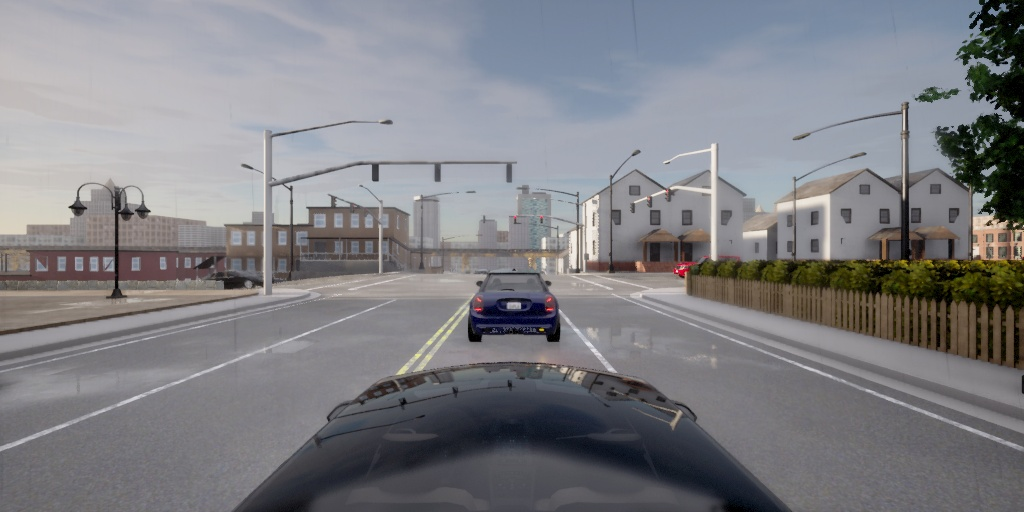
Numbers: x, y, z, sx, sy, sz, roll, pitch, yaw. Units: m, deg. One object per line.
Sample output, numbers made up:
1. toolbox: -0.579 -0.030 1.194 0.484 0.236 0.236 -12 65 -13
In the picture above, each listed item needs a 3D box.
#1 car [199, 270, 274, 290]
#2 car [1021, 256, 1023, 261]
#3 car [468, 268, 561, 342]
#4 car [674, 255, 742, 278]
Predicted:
1. car: -20.509 1.789 26.749 4.892 1.490 1.837 -5 0 -1
2. car: 42.784 0.971 27.774 5.566 2.045 2.150 0 0 -1
3. car: 0.055 1.102 9.942 2.097 1.767 4.553 0 0 0
4. car: 17.042 0.971 31.060 5.566 2.045 2.150 0 0 -1
